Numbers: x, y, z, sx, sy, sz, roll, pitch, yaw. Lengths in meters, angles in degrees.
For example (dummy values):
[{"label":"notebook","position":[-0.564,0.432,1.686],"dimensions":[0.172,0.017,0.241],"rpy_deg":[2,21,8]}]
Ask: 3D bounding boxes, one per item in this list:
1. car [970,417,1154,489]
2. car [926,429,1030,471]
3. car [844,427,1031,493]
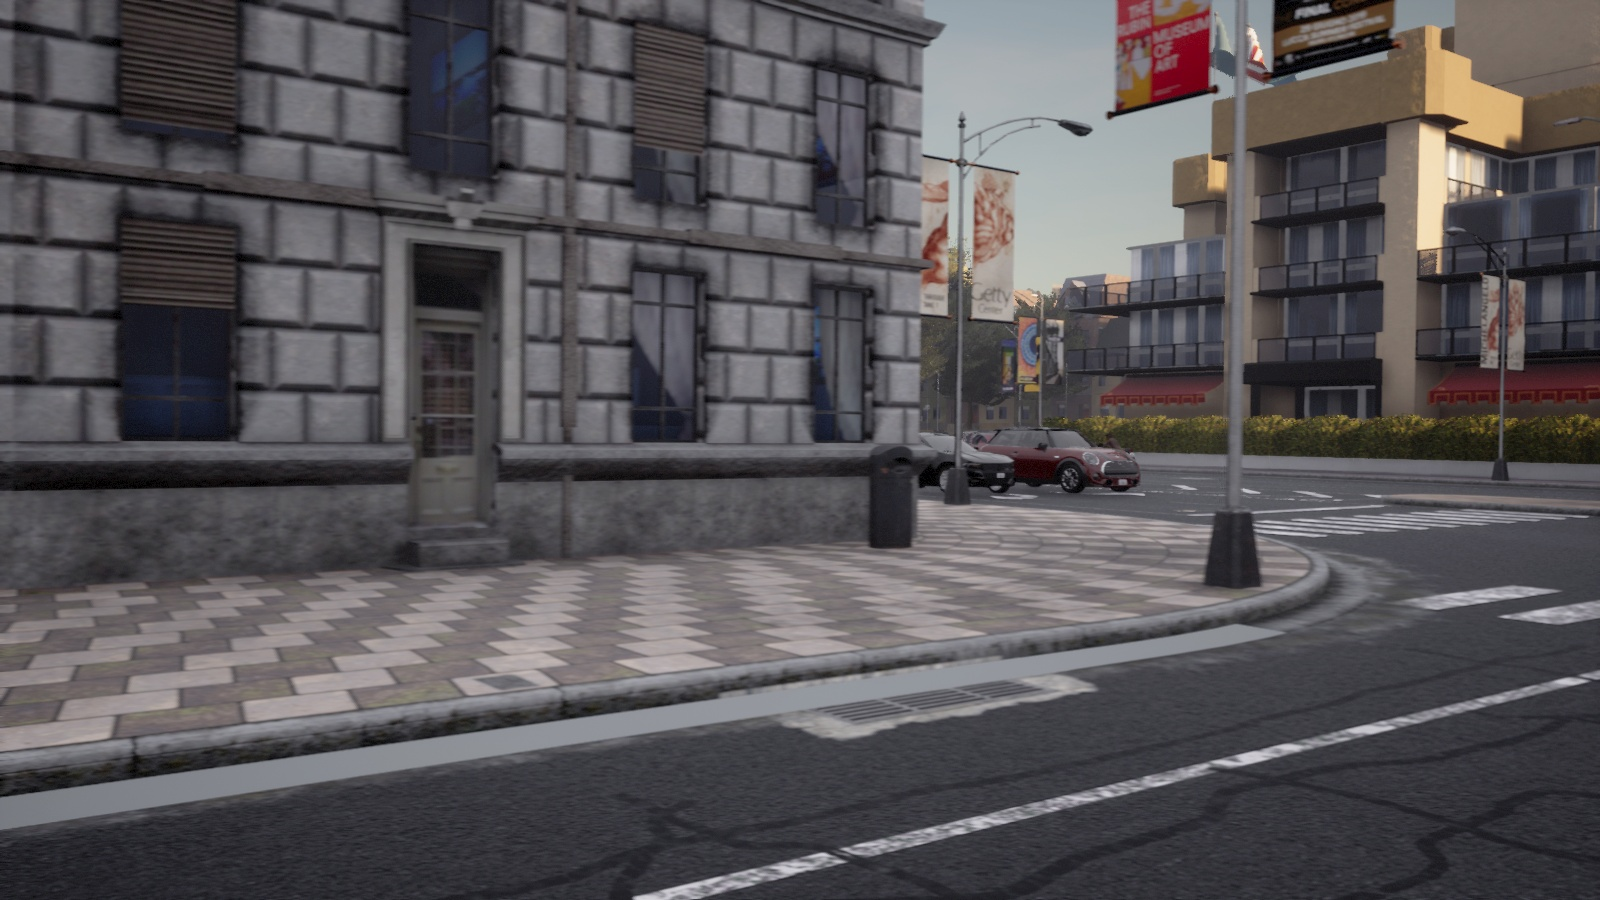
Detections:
[{"label":"car","position":[6.896,0.039,33.461],"dimensions":[2.097,1.767,4.553],"rpy_deg":[-1,1,-36]},{"label":"car","position":[6.673,-0.027,47.287],"dimensions":[1.845,1.501,3.633],"rpy_deg":[-1,1,-36]},{"label":"car","position":[3.426,0.215,32.279],"dimensions":[1.882,1.535,5.008],"rpy_deg":[-1,1,-36]}]
